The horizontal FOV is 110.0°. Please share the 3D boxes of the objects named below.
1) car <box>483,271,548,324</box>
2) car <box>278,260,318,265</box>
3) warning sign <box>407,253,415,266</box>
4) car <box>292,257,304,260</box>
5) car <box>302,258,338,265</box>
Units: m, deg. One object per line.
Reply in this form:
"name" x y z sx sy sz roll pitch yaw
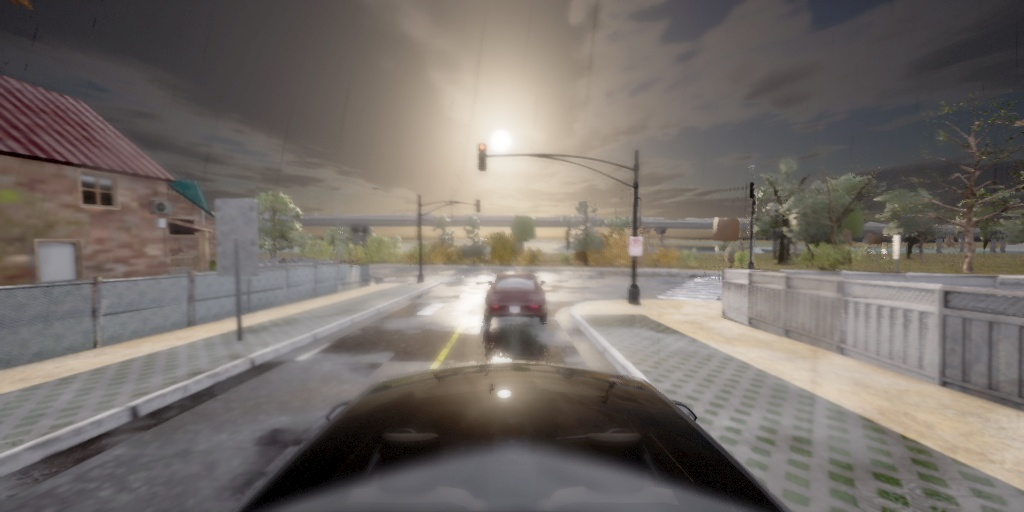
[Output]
"car" 0.144 1.217 11.655 1.812 1.442 4.674 0 0 2
"car" -25.860 1.459 43.251 4.718 1.301 1.895 0 2 36
"warning sign" -14.256 0.466 50.508 1.060 1.860 1.300 0 0 36
"car" -31.717 1.145 55.694 4.902 1.511 2.128 0 2 36
"car" -24.531 1.283 46.310 5.357 1.411 2.033 0 2 36
